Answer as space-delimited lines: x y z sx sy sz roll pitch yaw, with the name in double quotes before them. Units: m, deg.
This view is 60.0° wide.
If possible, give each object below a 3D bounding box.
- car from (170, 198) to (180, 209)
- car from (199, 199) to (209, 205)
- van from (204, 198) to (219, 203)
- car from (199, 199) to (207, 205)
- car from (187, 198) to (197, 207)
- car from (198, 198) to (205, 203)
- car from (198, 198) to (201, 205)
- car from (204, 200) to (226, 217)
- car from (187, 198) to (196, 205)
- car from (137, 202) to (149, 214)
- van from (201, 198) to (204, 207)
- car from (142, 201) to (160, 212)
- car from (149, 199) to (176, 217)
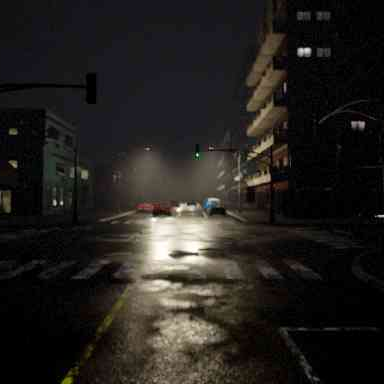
"car" -3.050 2.035 56.935 1.837 1.490 4.892 0 -1 0
"car" 2.663 2.245 74.774 1.947 1.339 4.313 1 0 0
"van" 2.683 1.730 41.292 1.690 1.788 3.998 1 -1 0
"car" 2.660 2.290 80.354 1.947 1.339 4.313 1 0 0
"car" -0.034 2.146 65.192 2.033 1.411 5.357 0 0 0
"car" 2.655 2.357 91.516 1.887 1.381 4.507 1 0 0
"car" 2.668 2.112 63.782 1.752 1.417 4.829 1 0 0
"car" 2.683 1.890 35.711 2.008 1.369 4.403 1 -1 0
"car" -0.041 2.058 75.618 2.033 1.411 5.357 0 0 0
"car" -5.701 1.971 41.250 1.802 1.307 4.206 1 -1 0
"van" 2.677 1.830 52.454 1.690 1.788 3.998 1 -1 0
"car" -5.703 1.984 46.831 1.887 1.381 4.507 1 -1 0
"car" -3.108 1.818 35.836 1.882 1.535 5.008 0 0 0
